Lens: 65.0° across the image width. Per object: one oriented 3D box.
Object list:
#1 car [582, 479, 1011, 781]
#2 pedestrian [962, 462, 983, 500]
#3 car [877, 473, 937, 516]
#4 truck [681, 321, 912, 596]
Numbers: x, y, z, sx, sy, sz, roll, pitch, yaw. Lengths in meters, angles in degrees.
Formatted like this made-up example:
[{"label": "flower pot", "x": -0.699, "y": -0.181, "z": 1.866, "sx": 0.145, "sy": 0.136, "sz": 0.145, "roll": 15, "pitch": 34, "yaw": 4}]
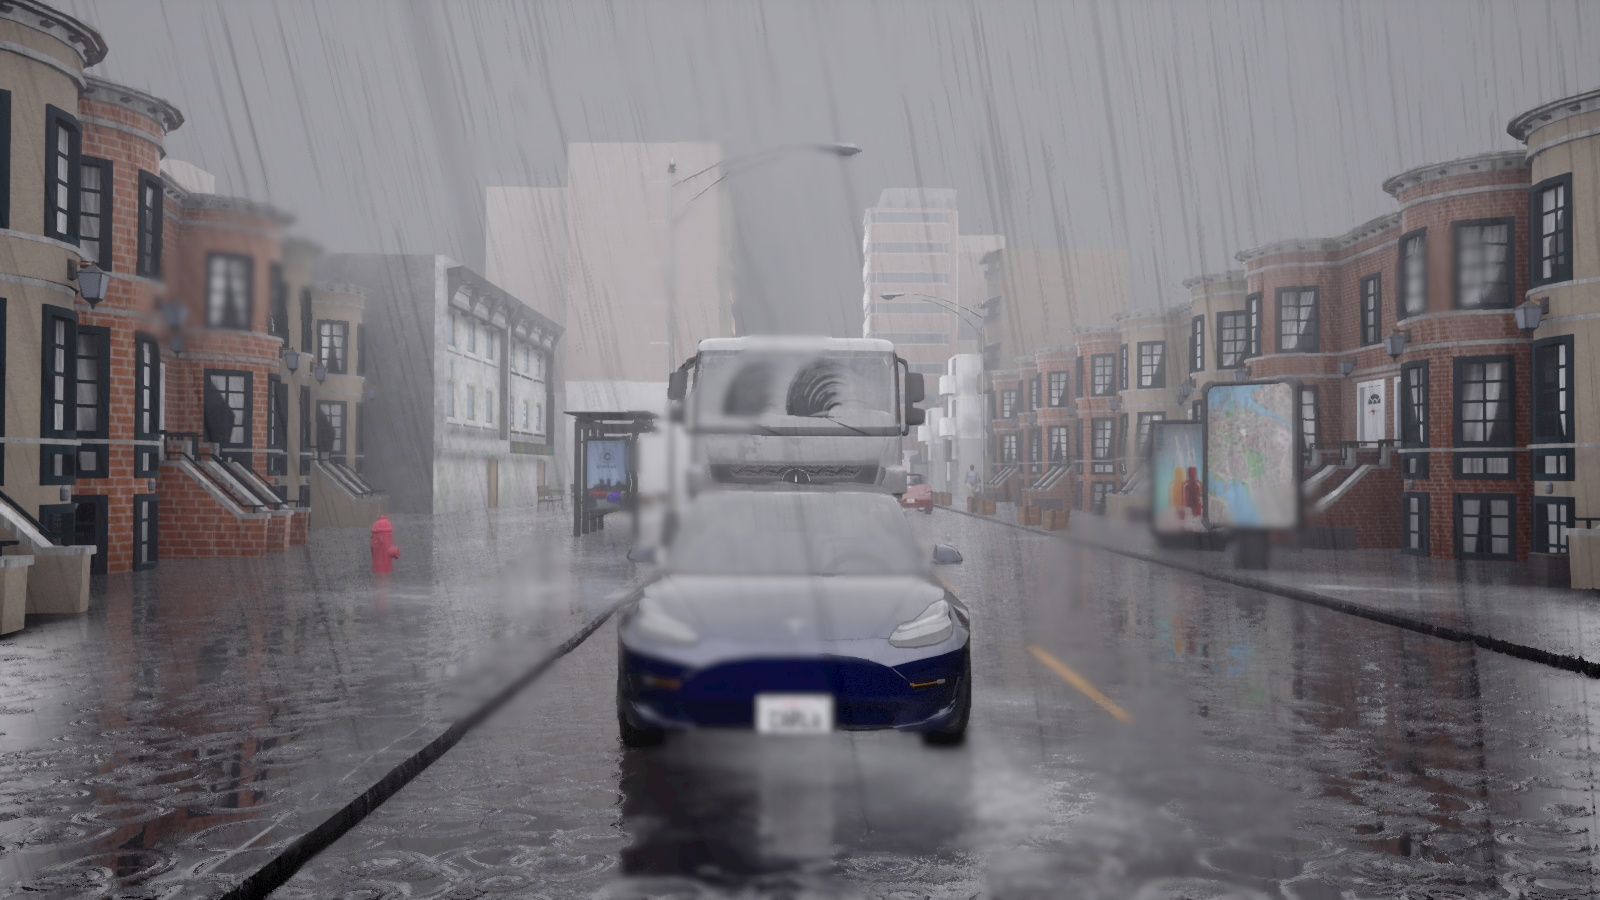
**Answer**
[{"label": "car", "x": -0.024, "y": 0.961, "z": 8.751, "sx": 2.163, "sy": 1.488, "sz": 4.792, "roll": 0, "pitch": -1, "yaw": 0}, {"label": "pedestrian", "x": 8.397, "y": 1.517, "z": 61.294, "sx": 0.874, "sy": 1.855, "sz": 0.900, "roll": 0, "pitch": -1, "yaw": -1}, {"label": "car", "x": 3.877, "y": 1.583, "z": 45.981, "sx": 1.845, "sy": 1.501, "sz": 3.633, "roll": 0, "pitch": -1, "yaw": 0}, {"label": "truck", "x": -0.057, "y": 0.165, "z": 19.823, "sx": 2.891, "sy": 3.462, "sz": 7.936, "roll": 0, "pitch": -1, "yaw": 0}]
